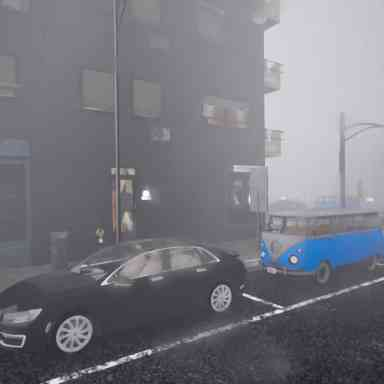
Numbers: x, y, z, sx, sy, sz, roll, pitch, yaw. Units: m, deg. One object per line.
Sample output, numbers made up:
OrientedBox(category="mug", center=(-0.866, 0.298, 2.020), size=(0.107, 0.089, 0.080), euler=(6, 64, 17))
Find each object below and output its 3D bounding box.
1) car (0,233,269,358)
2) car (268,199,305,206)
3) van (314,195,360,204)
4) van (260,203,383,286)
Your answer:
OrientedBox(category="car", center=(-0.960, 1.550, 5.883), size=(4.403, 1.369, 2.008), euler=(0, -1, -35))
OrientedBox(category="car", center=(9.676, 1.400, 34.284), size=(1.947, 1.339, 4.313), euler=(-1, 1, -35))
OrientedBox(category="van", center=(12.850, 1.201, 29.763), size=(1.690, 1.788, 3.998), euler=(-1, 1, -35))
OrientedBox(category="van", center=(3.602, 1.339, 9.133), size=(3.998, 1.788, 1.690), euler=(0, -1, -35))
